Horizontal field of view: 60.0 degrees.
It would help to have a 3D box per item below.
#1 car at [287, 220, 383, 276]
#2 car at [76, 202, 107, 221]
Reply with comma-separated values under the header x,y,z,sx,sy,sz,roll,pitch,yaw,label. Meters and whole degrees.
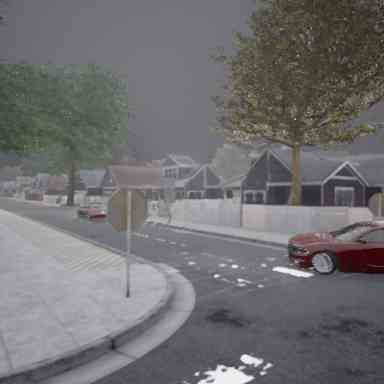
x,y,z,sx,sy,sz,roll,pitch,yaw,label
5.412,1.600,9.804,5.008,1.535,1.882,1,3,10,car
-8.081,1.548,27.477,1.994,1.385,4.181,1,0,-35,car
